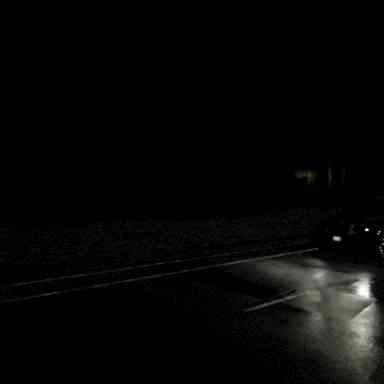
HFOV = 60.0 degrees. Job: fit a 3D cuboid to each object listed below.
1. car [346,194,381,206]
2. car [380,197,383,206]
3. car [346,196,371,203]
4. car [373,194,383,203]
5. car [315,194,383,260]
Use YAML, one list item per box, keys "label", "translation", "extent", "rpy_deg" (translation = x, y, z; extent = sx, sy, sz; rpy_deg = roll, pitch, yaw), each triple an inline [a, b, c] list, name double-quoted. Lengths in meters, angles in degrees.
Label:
- label: "car"
  translation: [29.781, 1.308, 57.810]
  extent: [2.192, 1.841, 5.009]
  rpy_deg: [-1, 1, -35]
- label: "car"
  translation: [32.937, 1.539, 53.395]
  extent: [1.947, 1.339, 4.313]
  rpy_deg: [-1, 1, -35]
- label: "car"
  translation: [33.578, 1.444, 67.176]
  extent: [1.802, 1.307, 4.206]
  rpy_deg: [-1, 1, -35]
- label: "car"
  translation: [36.725, 1.283, 62.758]
  extent: [1.967, 1.590, 4.097]
  rpy_deg: [-1, 1, -35]
- label: "car"
  translation: [7.091, 1.196, 12.724]
  extent: [5.566, 2.045, 2.150]
  rpy_deg: [0, 0, -35]
